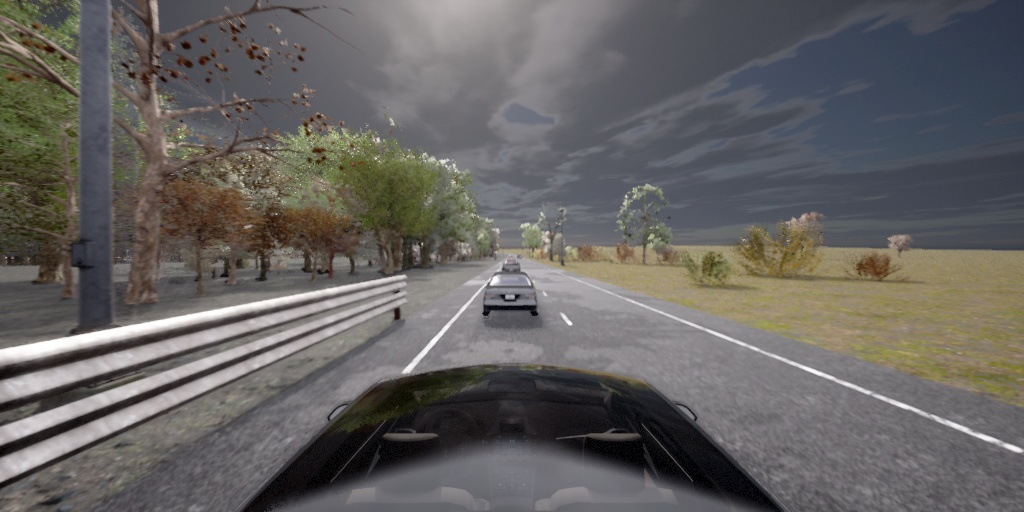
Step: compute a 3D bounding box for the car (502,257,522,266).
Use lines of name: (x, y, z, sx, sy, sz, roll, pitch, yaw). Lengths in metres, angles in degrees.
car: (-0.061, 1.134, 37.288, 2.128, 1.511, 4.902, 0, 0, 0)

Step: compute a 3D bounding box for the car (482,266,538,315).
car: (-0.059, 1.266, 13.287, 2.033, 1.411, 5.357, 0, 0, 0)
